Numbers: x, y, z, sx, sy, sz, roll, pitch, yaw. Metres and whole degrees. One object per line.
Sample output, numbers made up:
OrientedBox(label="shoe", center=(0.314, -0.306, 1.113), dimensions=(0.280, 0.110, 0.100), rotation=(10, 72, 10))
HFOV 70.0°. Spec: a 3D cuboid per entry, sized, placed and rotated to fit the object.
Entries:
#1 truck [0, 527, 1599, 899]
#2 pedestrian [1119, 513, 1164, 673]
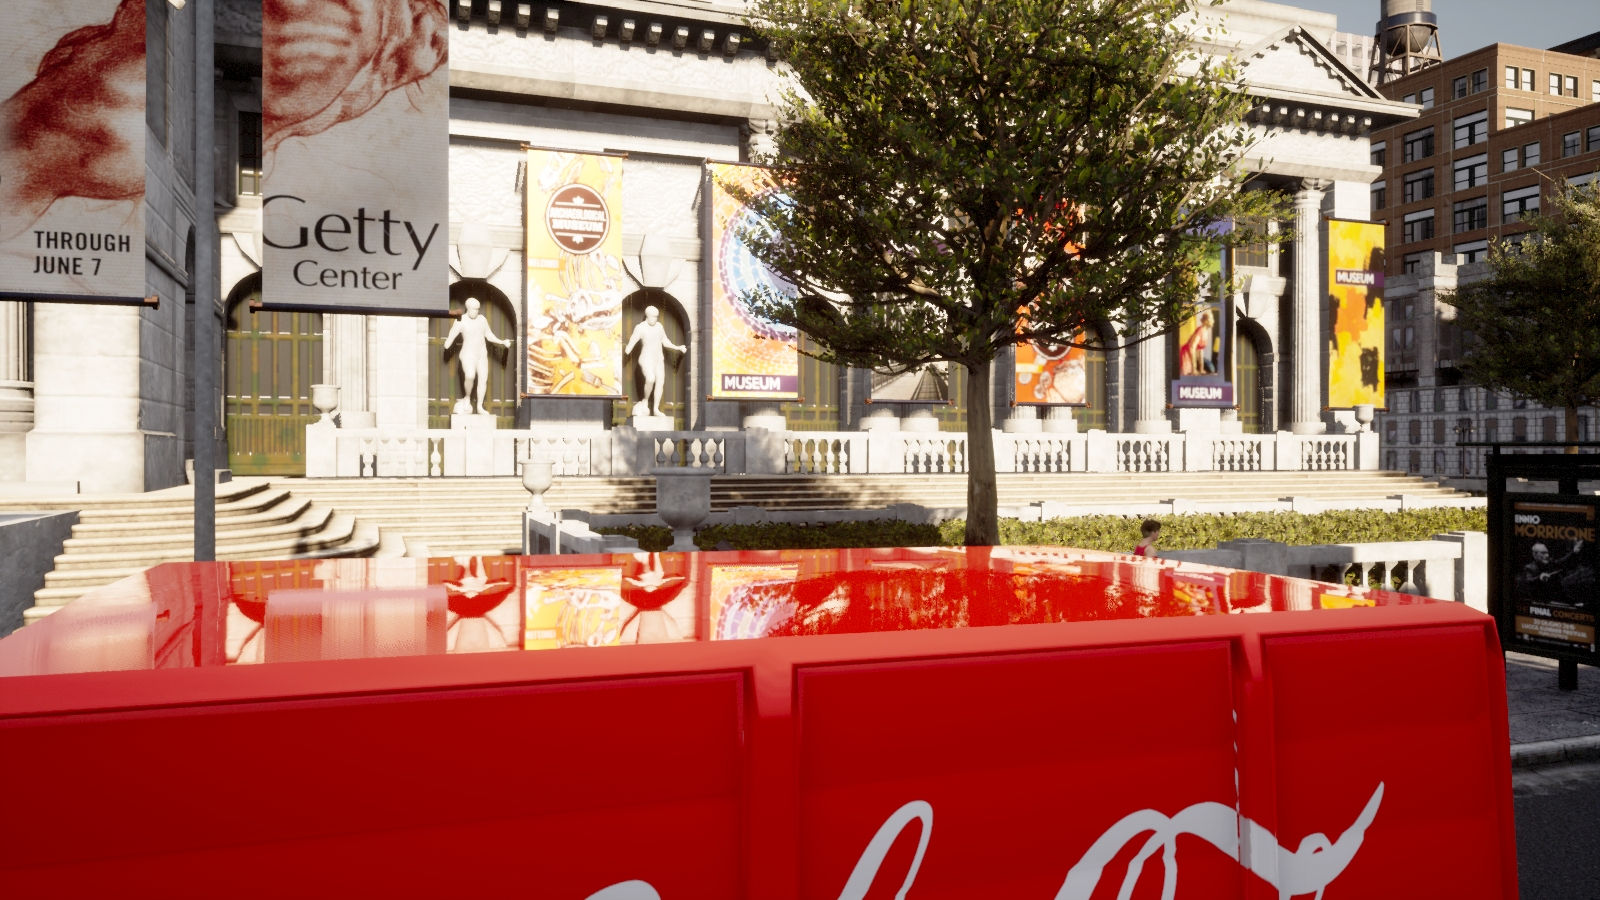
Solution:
OrientedBox(label="truck", center=(-1.019, 1.570, 2.926), dimensions=(5.204, 2.467, 2.627), rotation=(0, 0, -20))
OrientedBox(label="pedestrian", center=(4.092, 1.699, 13.697), dimensions=(0.375, 1.860, 0.375), rotation=(0, 0, -18))
